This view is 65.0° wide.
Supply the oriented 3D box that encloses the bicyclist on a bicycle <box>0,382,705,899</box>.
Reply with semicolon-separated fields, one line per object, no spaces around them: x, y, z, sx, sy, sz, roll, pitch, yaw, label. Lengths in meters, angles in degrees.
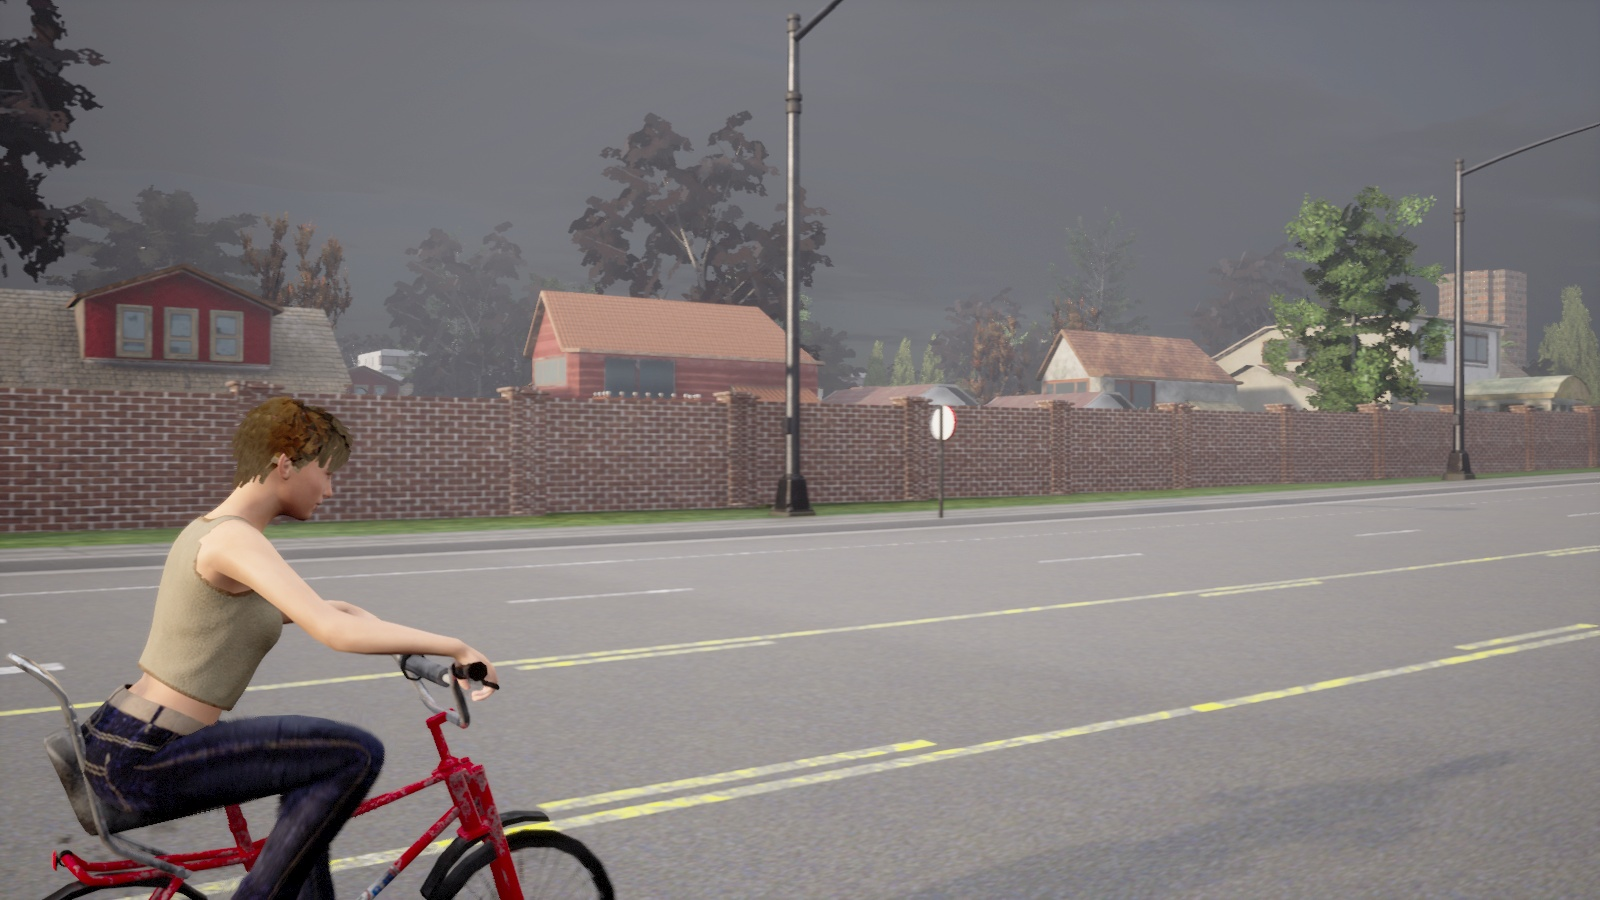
-1.092;0.691;2.893;1.509;1.612;0.866;0;0;-35;bicyclist on a bicycle
